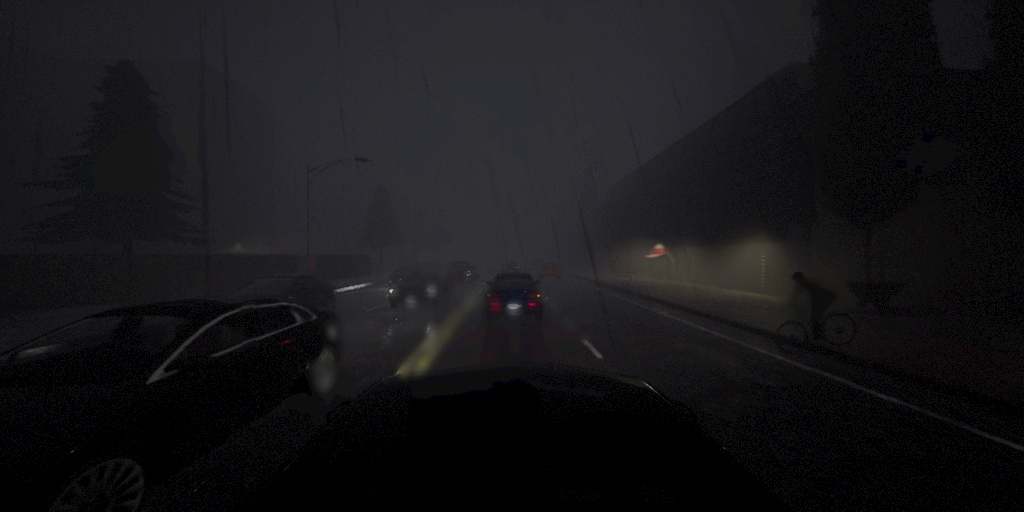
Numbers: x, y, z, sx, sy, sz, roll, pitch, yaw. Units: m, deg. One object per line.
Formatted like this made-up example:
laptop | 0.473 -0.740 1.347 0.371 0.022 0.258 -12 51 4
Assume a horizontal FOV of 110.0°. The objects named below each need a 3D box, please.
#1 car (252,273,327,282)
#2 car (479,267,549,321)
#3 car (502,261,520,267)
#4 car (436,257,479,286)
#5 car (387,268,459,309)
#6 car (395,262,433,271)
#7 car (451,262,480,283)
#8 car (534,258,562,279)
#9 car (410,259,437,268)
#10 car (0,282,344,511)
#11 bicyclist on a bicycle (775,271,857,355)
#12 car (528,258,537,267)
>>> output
car | -7.128 1.294 11.132 1.812 1.442 4.674 0 0 -1
car | 0.061 1.275 12.376 1.812 1.442 4.674 0 0 0
car | -0.121 1.273 38.083 1.812 1.442 4.674 0 0 0
car | -3.625 1.128 25.118 2.097 1.767 4.553 0 0 0
car | -3.668 1.360 15.238 1.895 1.301 4.718 0 0 0
car | -7.128 1.347 25.067 1.994 1.385 4.181 0 0 0
car | -3.724 1.285 29.586 1.812 1.442 4.674 0 0 0
car | 3.383 1.217 32.744 1.882 1.535 5.008 0 0 0
car | -7.208 1.257 32.145 2.128 1.511 4.902 0 0 0
car | -3.602 1.252 3.804 2.128 1.511 4.902 0 0 0
bicyclist on a bicycle | 5.983 1.097 7.148 1.656 1.620 0.582 -9 0 0
car | 3.294 1.091 47.606 2.097 1.767 4.553 0 0 0
